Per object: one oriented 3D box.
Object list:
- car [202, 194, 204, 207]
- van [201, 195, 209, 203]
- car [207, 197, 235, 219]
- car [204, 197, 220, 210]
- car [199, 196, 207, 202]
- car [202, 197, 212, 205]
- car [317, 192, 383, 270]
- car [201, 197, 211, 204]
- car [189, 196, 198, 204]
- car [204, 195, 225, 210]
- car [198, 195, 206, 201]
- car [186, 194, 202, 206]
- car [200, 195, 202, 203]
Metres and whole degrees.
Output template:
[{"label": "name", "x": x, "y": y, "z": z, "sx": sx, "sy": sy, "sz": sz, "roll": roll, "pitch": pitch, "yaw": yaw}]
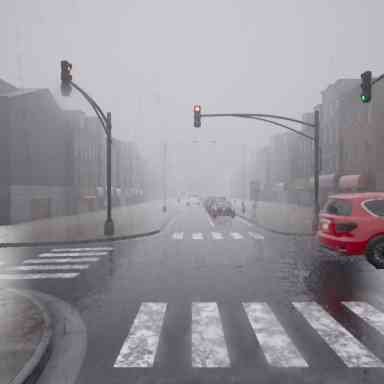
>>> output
[{"label": "car", "x": 2.709, "y": 1.369, "z": 40.456, "sx": 2.192, "sy": 1.841, "sz": 5.009, "roll": -1, "pitch": 0, "yaw": 0}, {"label": "van", "x": 2.773, "y": 1.504, "z": 72.870, "sx": 1.690, "sy": 1.788, "sz": 3.998, "roll": -1, "pitch": 0, "yaw": 0}, {"label": "car", "x": 2.688, "y": 1.470, "z": 29.651, "sx": 1.967, "sy": 1.590, "sz": 4.097, "roll": -1, "pitch": 0, "yaw": 0}, {"label": "car", "x": 2.721, "y": 1.509, "z": 45.857, "sx": 1.967, "sy": 1.590, "sz": 4.097, "roll": -1, "pitch": 0, "yaw": 0}, {"label": "car", "x": 2.797, "y": 1.792, "z": 83.673, "sx": 1.802, "sy": 1.307, "sz": 4.206, "roll": -1, "pitch": 0, "yaw": 0}, {"label": "car", "x": 2.754, "y": 1.647, "z": 62.234, "sx": 1.752, "sy": 1.417, "sz": 4.829, "roll": -1, "pitch": 0, "yaw": 0}, {"label": "car", "x": 6.624, "y": 1.008, "z": 9.837, "sx": 5.566, "sy": 2.045, "sz": 2.150, "roll": -2, "pitch": 1, "yaw": 0}, {"label": "car", "x": 2.765, "y": 1.668, "z": 67.636, "sx": 1.752, "sy": 1.417, "sz": 4.829, "roll": -1, "pitch": 0, "yaw": 0}, {"label": "car", "x": 0.239, "y": 1.654, "z": 69.618, "sx": 1.837, "sy": 1.490, "sz": 4.892, "roll": 0, "pitch": 0, "yaw": 0}, {"label": "car", "x": 2.698, "y": 1.356, "z": 35.053, "sx": 2.192, "sy": 1.841, "sz": 5.009, "roll": -1, "pitch": 0, "yaw": 0}, {"label": "car", "x": 2.817, "y": 1.702, "z": 94.479, "sx": 1.967, "sy": 1.590, "sz": 4.097, "roll": -1, "pitch": 0, "yaw": 0}, {"label": "car", "x": 0.224, "y": 1.332, "z": 58.717, "sx": 2.150, "sy": 2.045, "sz": 5.566, "roll": 0, "pitch": 0, "yaw": -1}, {"label": "car", "x": 2.731, "y": 1.525, "z": 51.260, "sx": 1.967, "sy": 1.590, "sz": 4.097, "roll": -1, "pitch": 0, "yaw": 0}]
